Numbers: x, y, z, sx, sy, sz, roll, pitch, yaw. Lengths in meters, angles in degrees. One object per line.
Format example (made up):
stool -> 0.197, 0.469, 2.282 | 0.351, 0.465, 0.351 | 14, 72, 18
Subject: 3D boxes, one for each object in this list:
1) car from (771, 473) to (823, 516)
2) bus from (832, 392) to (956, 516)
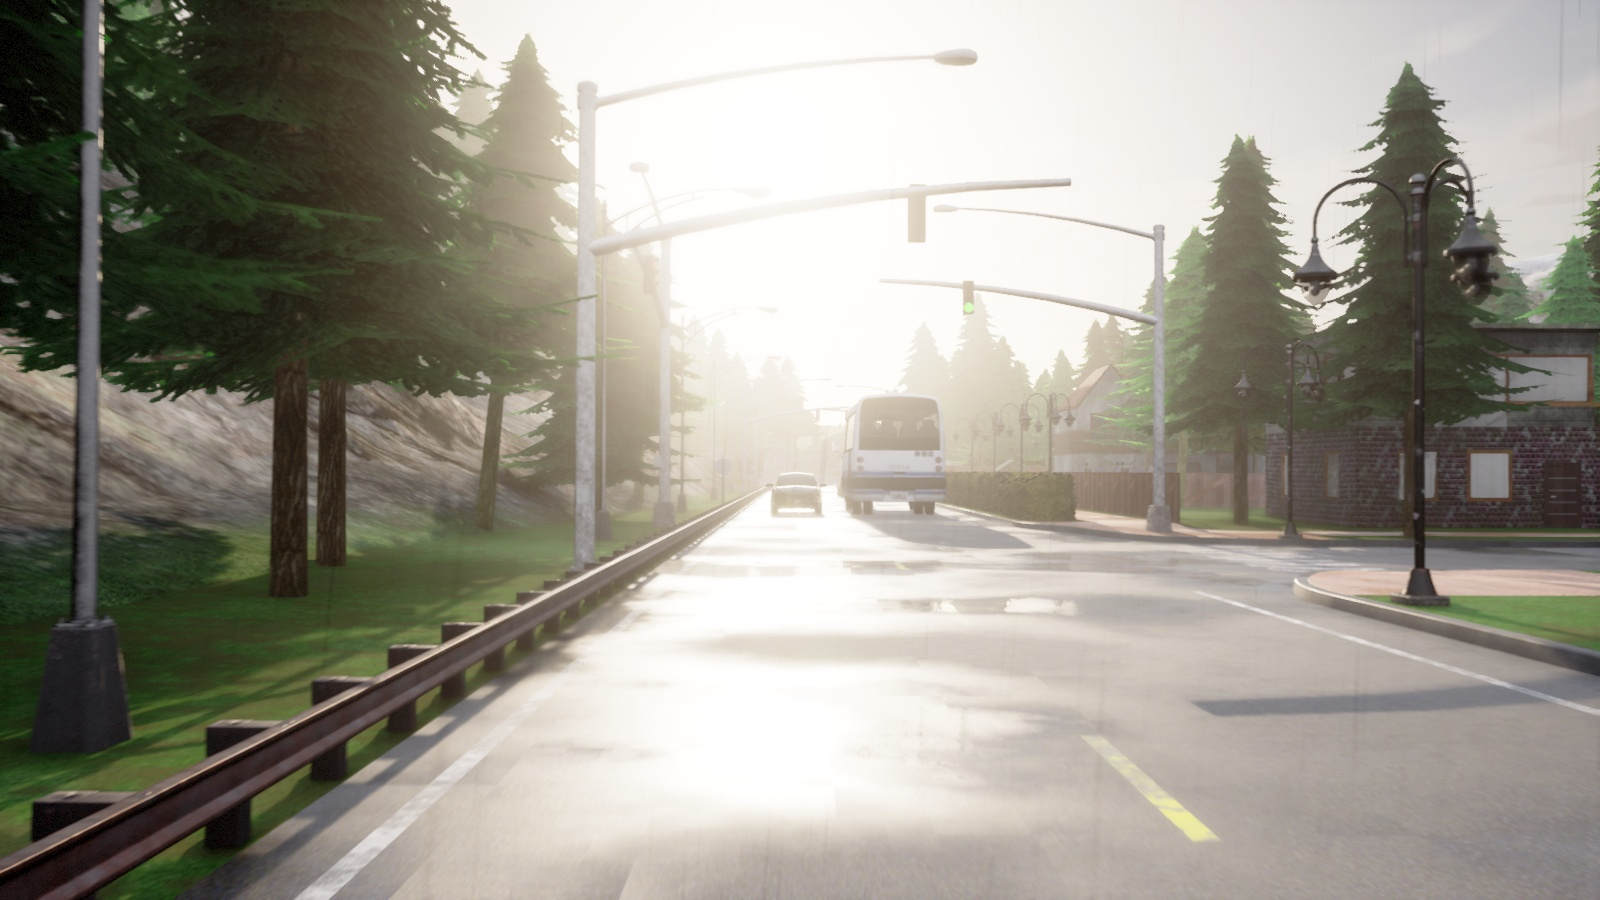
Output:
car -> -0.112, 1.594, 46.245 | 1.837, 1.490, 4.892 | 0, -1, 0
bus -> 3.378, 0.235, 48.404 | 3.944, 4.253, 10.273 | 0, -1, 0
